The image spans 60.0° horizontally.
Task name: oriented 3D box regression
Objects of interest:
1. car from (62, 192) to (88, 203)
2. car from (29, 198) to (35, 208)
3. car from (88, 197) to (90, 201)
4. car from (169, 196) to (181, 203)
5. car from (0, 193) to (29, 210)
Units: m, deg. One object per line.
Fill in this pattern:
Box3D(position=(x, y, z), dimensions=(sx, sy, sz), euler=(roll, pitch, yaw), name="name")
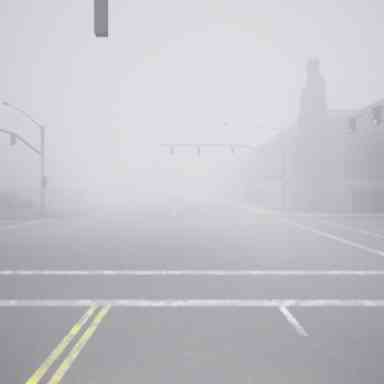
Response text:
Box3D(position=(-21.388, 0.935, 60.047), dimensions=(3.866, 1.878, 1.905), euler=(0, 0, 0), name="car")
Box3D(position=(-21.378, 1.007, 40.423), dimensions=(3.866, 1.878, 1.905), euler=(0, 0, 0), name="car")
Box3D(position=(-21.373, 1.163, 62.943), dimensions=(3.806, 1.475, 1.970), euler=(0, 0, 0), name="car")
Box3D(position=(-3.098, 1.378, 60.396), dimensions=(1.895, 1.301, 4.718), euler=(0, 0, 2), name="car")
Box3D(position=(-21.437, 1.015, 37.529), dimensions=(4.605, 1.855, 1.932), euler=(0, 0, 0), name="car")
